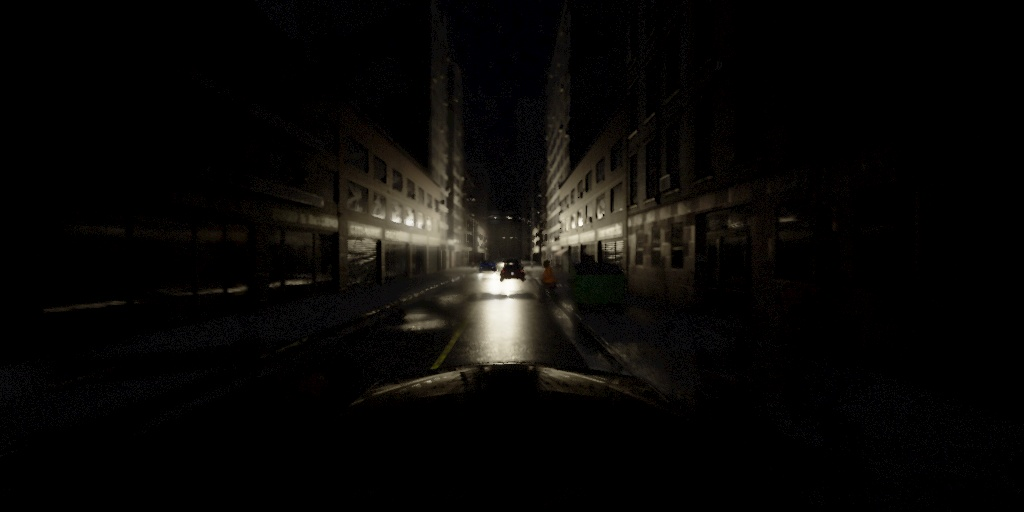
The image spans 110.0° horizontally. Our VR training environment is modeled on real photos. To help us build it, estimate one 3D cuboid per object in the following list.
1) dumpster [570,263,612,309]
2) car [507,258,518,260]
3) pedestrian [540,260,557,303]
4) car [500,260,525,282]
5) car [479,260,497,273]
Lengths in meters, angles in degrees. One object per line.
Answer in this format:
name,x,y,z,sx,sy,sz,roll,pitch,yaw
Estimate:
dumpster,3.012,1.131,13.884,1.020,1.700,1.940,0,0,0
car,0.077,1.074,45.629,2.097,1.767,4.553,0,0,0
pedestrian,1.488,1.030,14.501,0.375,1.860,0.375,-1,1,-14
car,0.057,1.289,29.037,1.994,1.385,4.181,0,0,1
car,-2.827,1.200,42.825,1.882,1.535,5.008,0,0,0
